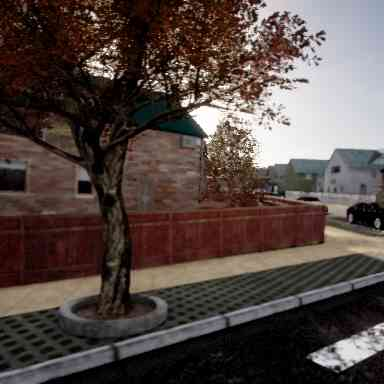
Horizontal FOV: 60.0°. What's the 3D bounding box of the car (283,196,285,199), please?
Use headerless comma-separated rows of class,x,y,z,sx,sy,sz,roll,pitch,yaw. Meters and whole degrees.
car,12.539,0.826,50.554,1.895,1.301,4.718,2,1,-3

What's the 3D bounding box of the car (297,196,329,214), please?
car,10.820,1.149,30.576,1.812,1.442,4.674,2,2,-4

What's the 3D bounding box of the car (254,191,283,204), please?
car,10.018,0.750,44.445,1.882,1.535,5.008,2,2,-3

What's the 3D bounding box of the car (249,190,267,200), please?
car,11.915,0.487,60.363,2.128,1.511,4.902,2,1,-3

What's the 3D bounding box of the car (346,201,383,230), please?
car,11.412,1.392,20.486,1.837,1.490,4.892,2,1,-3
